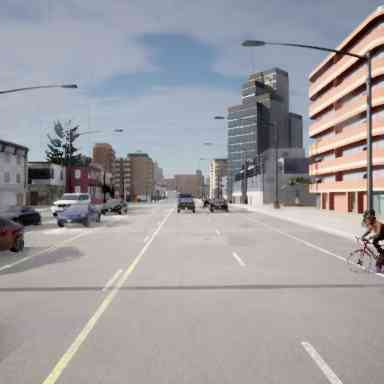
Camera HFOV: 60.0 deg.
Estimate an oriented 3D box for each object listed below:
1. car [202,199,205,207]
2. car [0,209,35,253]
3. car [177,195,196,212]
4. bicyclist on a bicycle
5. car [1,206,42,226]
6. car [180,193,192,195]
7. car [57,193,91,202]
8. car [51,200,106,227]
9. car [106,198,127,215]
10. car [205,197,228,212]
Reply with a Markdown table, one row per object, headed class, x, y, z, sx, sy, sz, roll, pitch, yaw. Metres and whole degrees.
| class | x | y | z | sx | sy | sz | roll | pitch | yaw |
| --- | --- | --- | --- | --- | --- | --- | --- | --- | --- |
| car | 2.623 | 1.413 | 48.770 | 2.128 | 1.511 | 4.902 | 0 | -1 | -1 |
| car | -7.300 | 1.531 | 11.051 | 1.812 | 1.442 | 4.674 | 0 | 0 | -1 |
| car | -0.618 | 1.408 | 36.441 | 1.837 | 1.490 | 4.892 | 0 | 0 | -1 |
| bicyclist on a bicycle | 5.088 | 1.451 | 9.175 | 1.656 | 1.620 | 0.582 | -2 | 0 | -1 |
| car | -10.972 | 1.533 | 20.482 | 1.994 | 1.385 | 4.181 | 0 | 0 | -1 |
| car | -0.870 | 1.134 | 47.536 | 2.150 | 2.045 | 5.566 | 0 | -1 | -1 |
| car | -11.147 | 1.145 | 31.258 | 2.150 | 2.045 | 5.566 | 0 | 0 | 0 |
| car | -7.507 | 1.486 | 22.519 | 1.812 | 1.442 | 4.674 | 0 | 0 | -1 |
| car | -7.674 | 1.421 | 33.217 | 1.837 | 1.490 | 4.892 | 0 | 0 | -1 |
| car | 2.903 | 1.393 | 36.948 | 2.128 | 1.511 | 4.902 | 0 | 0 | -1 |
